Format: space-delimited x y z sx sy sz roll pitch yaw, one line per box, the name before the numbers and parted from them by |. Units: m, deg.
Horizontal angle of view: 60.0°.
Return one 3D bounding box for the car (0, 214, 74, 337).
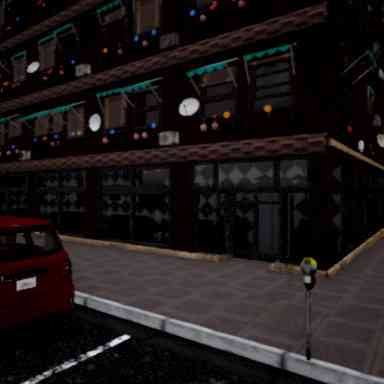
car | -4.161 1.311 5.840 5.009 1.841 2.192 0 0 36
